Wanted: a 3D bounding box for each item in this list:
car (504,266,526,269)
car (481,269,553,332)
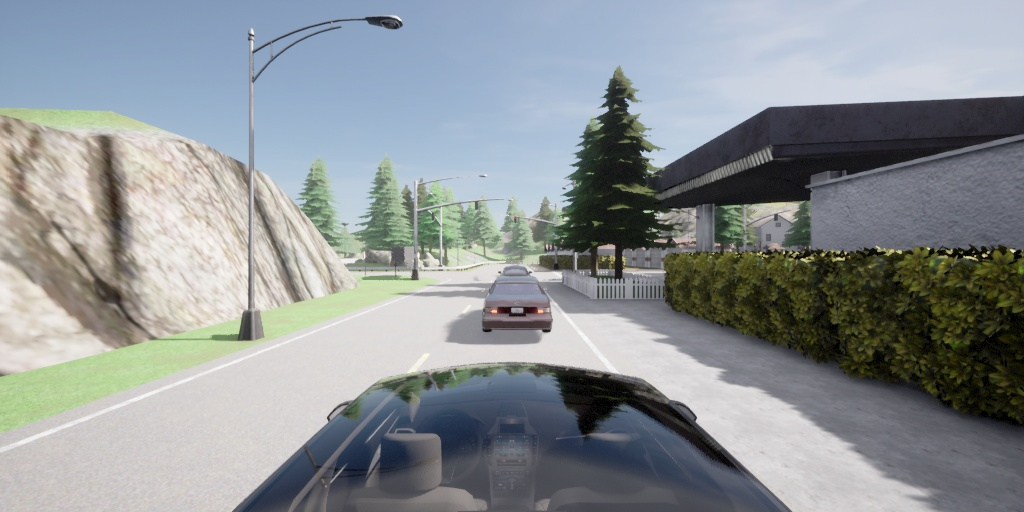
[{"bbox_3d":[0.181,1.276,20.358,1.812,1.442,4.674,0,0,0],"label":"car"},{"bbox_3d":[0.136,1.297,10.772,2.033,1.411,5.357,0,0,0],"label":"car"}]
